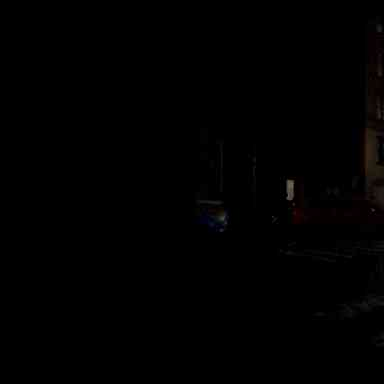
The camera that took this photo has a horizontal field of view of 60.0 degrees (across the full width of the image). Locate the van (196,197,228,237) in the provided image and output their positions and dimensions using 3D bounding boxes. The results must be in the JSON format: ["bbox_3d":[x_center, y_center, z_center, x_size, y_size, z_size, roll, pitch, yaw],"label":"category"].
[{"bbox_3d":[0.214,1.330,17.788,1.690,1.788,3.998,0,0,-35],"label":"van"}]

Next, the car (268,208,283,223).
[{"bbox_3d":[7.179,1.406,22.706,1.967,1.590,4.097,0,0,-35],"label":"car"}]

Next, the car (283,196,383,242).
[{"bbox_3d":[7.250,1.204,14.737,5.566,2.045,2.150,0,1,38],"label":"car"}]
